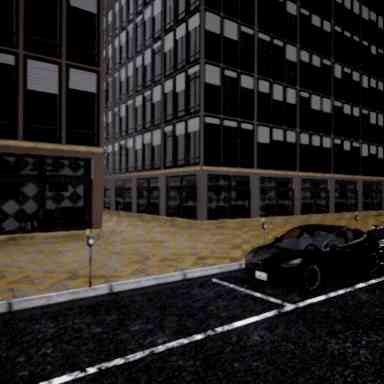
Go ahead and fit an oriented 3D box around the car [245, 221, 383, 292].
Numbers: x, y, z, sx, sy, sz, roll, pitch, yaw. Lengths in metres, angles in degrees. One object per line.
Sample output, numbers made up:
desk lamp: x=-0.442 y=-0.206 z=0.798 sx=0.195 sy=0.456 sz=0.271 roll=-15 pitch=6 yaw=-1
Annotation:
car: x=3.385 y=1.566 z=8.969 sx=4.313 sy=1.339 sz=1.947 roll=0 pitch=0 yaw=-35
